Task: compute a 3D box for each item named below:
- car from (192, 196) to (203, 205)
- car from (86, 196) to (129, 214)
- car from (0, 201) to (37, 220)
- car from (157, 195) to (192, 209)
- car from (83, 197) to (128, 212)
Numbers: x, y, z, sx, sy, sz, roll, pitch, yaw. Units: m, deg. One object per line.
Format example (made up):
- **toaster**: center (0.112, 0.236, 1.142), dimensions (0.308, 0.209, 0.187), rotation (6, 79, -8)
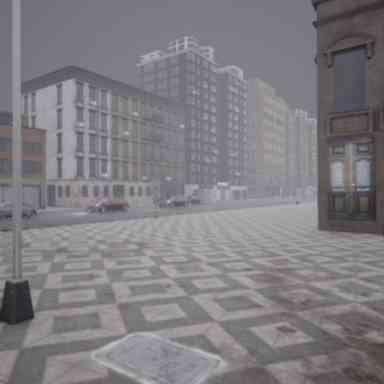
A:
- **car**: center (-0.164, 1.357, 52.340), dimensions (1.882, 1.535, 5.008), rotation (0, 0, 36)
- **car**: center (-8.777, 1.253, 34.687), dimensions (2.097, 1.767, 4.553), rotation (0, 0, 36)
- **car**: center (-14.613, 1.486, 26.471), dimensions (1.994, 1.385, 4.181), rotation (0, 0, 35)
- **car**: center (-2.470, 1.231, 43.547), dimensions (2.097, 1.767, 4.553), rotation (0, 0, 36)
- **car**: center (-9.932, 1.393, 38.672), dimensions (1.882, 1.535, 5.008), rotation (0, 0, 35)
